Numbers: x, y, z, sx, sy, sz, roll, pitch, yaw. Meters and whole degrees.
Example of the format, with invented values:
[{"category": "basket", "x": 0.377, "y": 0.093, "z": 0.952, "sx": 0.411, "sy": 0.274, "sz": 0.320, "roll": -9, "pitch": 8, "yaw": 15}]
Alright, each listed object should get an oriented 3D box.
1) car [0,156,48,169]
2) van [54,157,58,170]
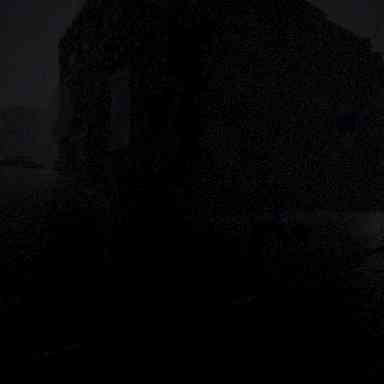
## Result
[{"category": "car", "x": -15.714, "y": -2.532, "z": 30.621, "sx": 2.002, "sy": 1.452, "sz": 4.674, "roll": 0, "pitch": -2, "yaw": 40}, {"category": "van", "x": -12.127, "y": -2.606, "z": 35.021, "sx": 1.878, "sy": 1.987, "sz": 4.442, "roll": 0, "pitch": -2, "yaw": 39}]
